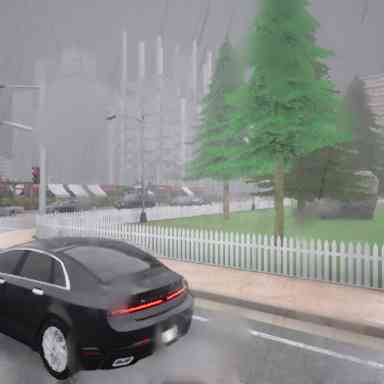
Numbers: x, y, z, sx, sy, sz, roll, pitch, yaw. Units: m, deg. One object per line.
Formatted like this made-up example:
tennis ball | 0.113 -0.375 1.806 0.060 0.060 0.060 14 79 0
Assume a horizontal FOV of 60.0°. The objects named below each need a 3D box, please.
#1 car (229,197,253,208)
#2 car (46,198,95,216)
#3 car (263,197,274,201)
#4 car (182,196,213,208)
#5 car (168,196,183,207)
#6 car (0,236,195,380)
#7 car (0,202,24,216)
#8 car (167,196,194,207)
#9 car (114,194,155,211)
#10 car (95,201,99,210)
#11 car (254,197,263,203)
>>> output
car | 6.599 1.601 47.249 1.895 1.301 4.718 0 0 34
car | -12.255 1.491 32.077 2.128 1.511 4.902 0 0 34
car | 15.008 1.564 59.779 1.994 1.385 4.181 0 0 34
car | 1.129 1.525 45.378 1.812 1.442 4.674 0 0 34
car | -1.080 1.352 48.688 2.097 1.767 4.553 0 0 34
car | -2.239 1.506 5.525 4.892 1.490 1.837 0 0 36
car | -17.949 1.601 29.991 1.895 1.301 4.718 0 0 36
car | -1.813 1.505 53.850 1.837 1.490 4.892 0 0 34
car | -6.783 1.221 40.225 2.150 2.045 5.566 0 0 34
car | -12.814 1.478 37.524 1.882 1.535 5.008 0 0 34
car | 12.285 1.526 61.997 1.812 1.442 4.674 0 0 34
